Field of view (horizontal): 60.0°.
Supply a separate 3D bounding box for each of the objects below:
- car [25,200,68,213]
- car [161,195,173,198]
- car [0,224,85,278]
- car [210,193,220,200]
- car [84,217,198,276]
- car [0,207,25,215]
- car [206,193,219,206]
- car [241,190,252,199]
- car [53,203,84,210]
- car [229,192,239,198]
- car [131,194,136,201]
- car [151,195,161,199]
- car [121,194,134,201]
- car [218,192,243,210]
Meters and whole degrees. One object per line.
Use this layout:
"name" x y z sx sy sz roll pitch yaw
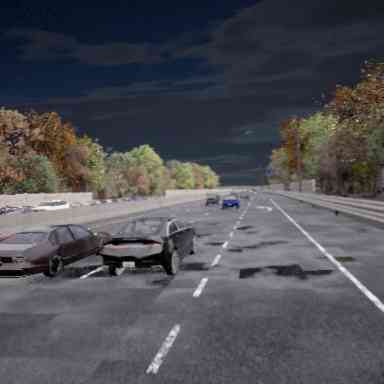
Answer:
"car" -16.723 2.036 39.635 2.150 2.045 5.566 -3 0 12
"car" -5.241 1.443 79.033 1.812 1.442 4.674 -3 0 11
"car" -4.535 1.767 11.017 2.033 1.411 5.357 -3 0 11
"car" 5.555 1.065 79.502 1.882 1.535 5.008 -3 0 11
"car" -1.080 1.531 10.497 2.128 1.511 4.902 -3 0 11
"car" -20.185 2.544 40.047 2.033 1.411 5.357 -3 0 12
"car" 3.190 1.262 49.765 1.837 1.490 4.892 -3 0 11
"car" 11.664 0.827 74.368 1.994 1.385 4.181 -3 0 11
"car" -13.430 2.246 38.236 1.895 1.301 4.718 -3 0 12
"car" 11.733 0.770 92.598 2.128 1.511 4.902 -3 0 11
"car" -12.095 1.816 80.404 2.033 1.411 5.357 -3 0 11
"car" -8.558 1.441 80.318 1.837 1.490 4.892 -3 0 11
"car" -15.434 1.524 81.659 2.150 2.045 5.566 -3 0 11
"car" 4.629 1.174 39.116 1.882 1.535 5.008 -3 0 11
